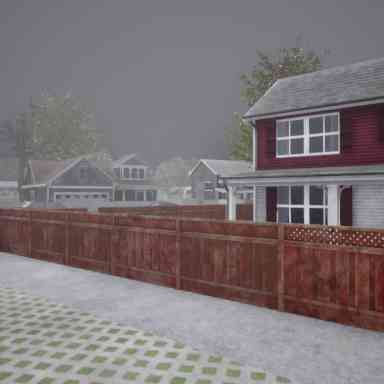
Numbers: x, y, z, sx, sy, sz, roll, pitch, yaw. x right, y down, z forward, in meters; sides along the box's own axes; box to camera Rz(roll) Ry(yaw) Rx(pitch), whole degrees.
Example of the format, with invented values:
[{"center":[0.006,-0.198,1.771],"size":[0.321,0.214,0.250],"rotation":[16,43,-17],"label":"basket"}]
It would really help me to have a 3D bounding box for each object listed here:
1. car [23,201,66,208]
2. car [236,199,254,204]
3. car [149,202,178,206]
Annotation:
[{"center":[-10.736,1.435,22.736],"size":[4.553,1.767,2.097],"rotation":[0,0,-37],"label":"car"},{"center":[5.529,1.534,34.292],"size":[4.553,1.767,2.097],"rotation":[0,0,-33],"label":"car"},{"center":[-2.767,1.638,28.588],"size":[4.892,1.490,1.837],"rotation":[0,0,-35],"label":"car"}]
